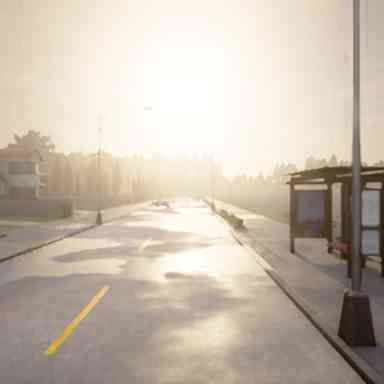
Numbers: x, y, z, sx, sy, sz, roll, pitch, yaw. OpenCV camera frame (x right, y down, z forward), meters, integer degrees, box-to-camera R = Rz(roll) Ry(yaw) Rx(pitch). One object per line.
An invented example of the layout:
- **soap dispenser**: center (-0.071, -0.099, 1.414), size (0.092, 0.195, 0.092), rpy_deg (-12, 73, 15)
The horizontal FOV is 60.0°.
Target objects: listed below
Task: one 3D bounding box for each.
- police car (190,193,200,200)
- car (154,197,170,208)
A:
- **police car**: center (1.182, 1.206, 87.199), size (1.930, 1.638, 5.238), rpy_deg (-2, -1, 0)
- **car**: center (-4.065, 1.390, 46.061), size (2.128, 1.511, 4.902), rpy_deg (0, 0, 0)
